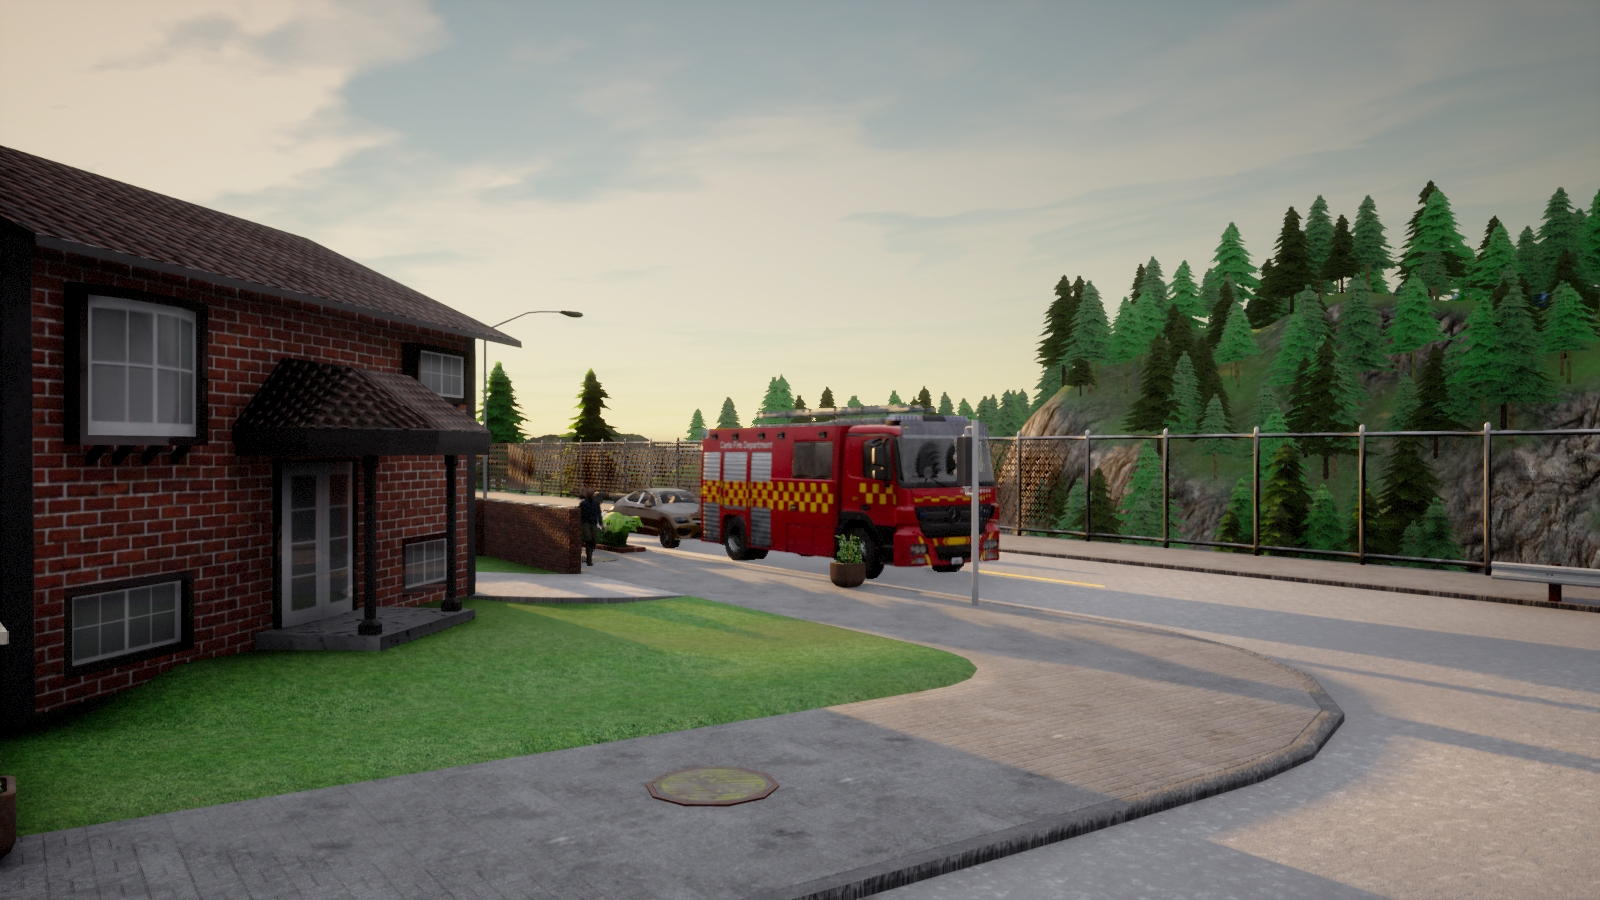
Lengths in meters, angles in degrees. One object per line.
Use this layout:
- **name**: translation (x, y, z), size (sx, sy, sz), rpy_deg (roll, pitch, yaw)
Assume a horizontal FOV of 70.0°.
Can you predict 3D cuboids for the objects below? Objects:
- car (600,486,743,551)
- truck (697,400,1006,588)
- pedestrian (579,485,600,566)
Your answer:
- **car**: translation (-3.961, 1.992, 34.498), size (2.152, 1.651, 5.027), rpy_deg (0, 0, -35)
- **truck**: translation (0.883, 0.891, 27.564), size (2.891, 3.827, 8.468), rpy_deg (0, 0, -35)
- **pedestrian**: translation (-4.903, 1.745, 26.580), size (0.375, 1.860, 0.375), rpy_deg (0, 0, -29)
